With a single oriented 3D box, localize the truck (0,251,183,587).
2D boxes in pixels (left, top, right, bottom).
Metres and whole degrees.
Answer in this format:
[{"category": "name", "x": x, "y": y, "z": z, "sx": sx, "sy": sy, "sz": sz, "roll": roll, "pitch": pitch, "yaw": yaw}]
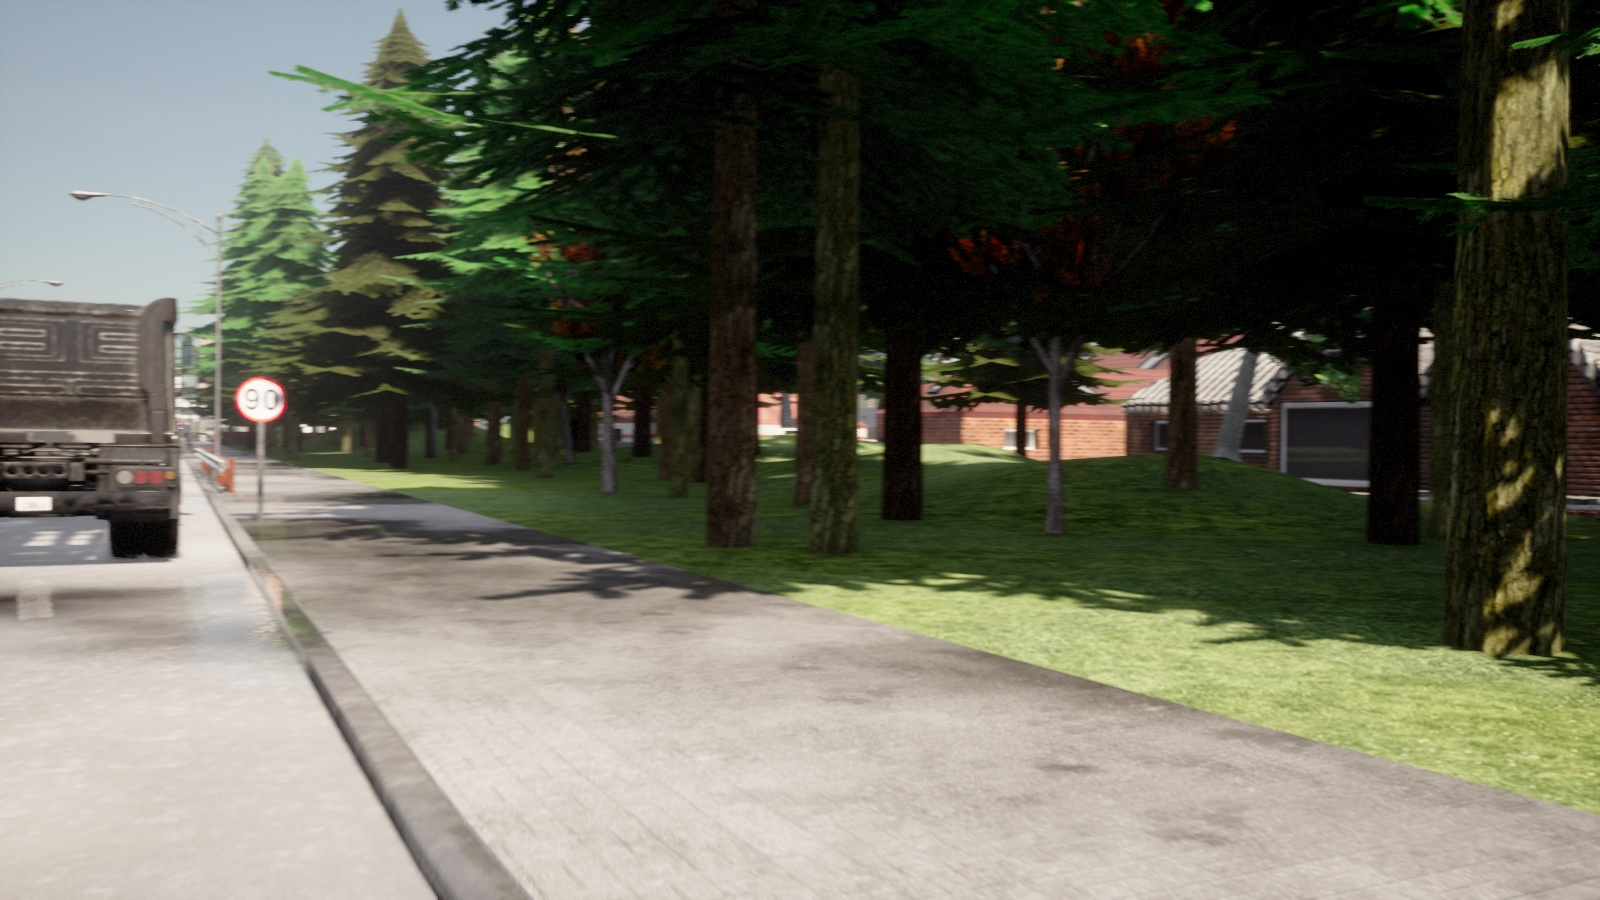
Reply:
[{"category": "truck", "x": -9.831, "y": -0.344, "z": 16.563, "sx": 2.891, "sy": 3.462, "sz": 7.936, "roll": -1, "pitch": 1, "yaw": -27}]
